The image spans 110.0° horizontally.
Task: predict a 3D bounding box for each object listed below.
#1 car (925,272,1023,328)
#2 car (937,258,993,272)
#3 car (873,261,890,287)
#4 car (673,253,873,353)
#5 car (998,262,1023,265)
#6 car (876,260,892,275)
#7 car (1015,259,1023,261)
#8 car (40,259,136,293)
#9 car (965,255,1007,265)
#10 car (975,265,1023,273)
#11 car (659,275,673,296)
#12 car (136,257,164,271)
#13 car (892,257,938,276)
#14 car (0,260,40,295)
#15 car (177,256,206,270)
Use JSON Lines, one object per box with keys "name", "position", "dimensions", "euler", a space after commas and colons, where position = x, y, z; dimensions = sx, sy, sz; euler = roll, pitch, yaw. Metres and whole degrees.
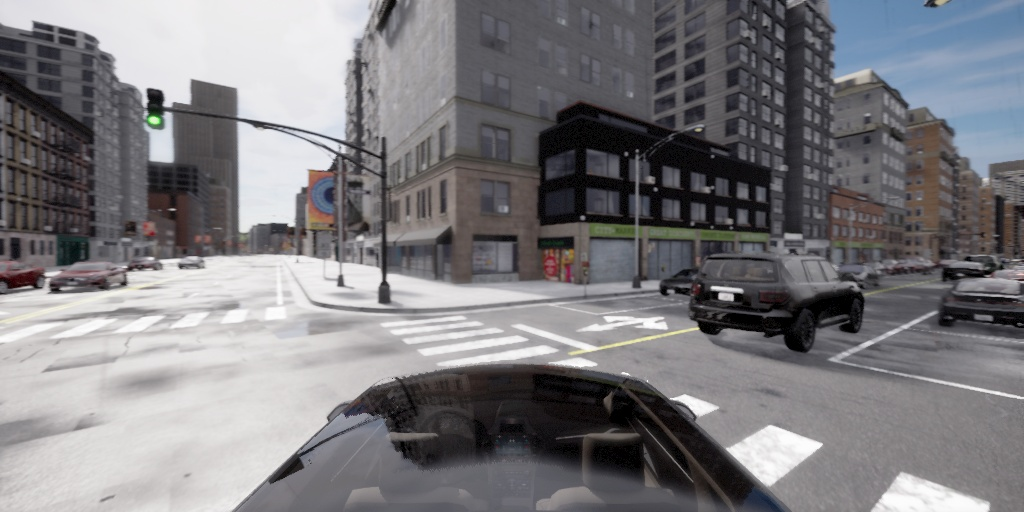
{"name": "car", "position": [13.628, 1.305, 10.172], "dimensions": [4.403, 1.370, 2.007], "euler": [0, 0, -33]}
{"name": "car", "position": [34.089, 1.187, 26.933], "dimensions": [5.008, 1.535, 1.882], "euler": [0, 1, -33]}
{"name": "car", "position": [21.130, 1.222, 22.209], "dimensions": [5.357, 1.411, 2.033], "euler": [0, 1, -33]}
{"name": "car", "position": [6.783, 0.954, 9.084], "dimensions": [5.566, 2.045, 2.150], "euler": [0, 1, -33]}
{"name": "car", "position": [32.561, 1.283, 22.599], "dimensions": [4.507, 1.381, 1.888], "euler": [0, 0, -33]}
{"name": "car", "position": [32.619, 1.213, 32.835], "dimensions": [4.313, 1.339, 1.948], "euler": [0, 0, -33]}
{"name": "car", "position": [46.760, 1.193, 31.918], "dimensions": [4.097, 1.591, 1.967], "euler": [0, 0, -33]}
{"name": "car", "position": [-22.090, 1.007, 18.931], "dimensions": [1.812, 1.442, 4.674], "euler": [-1, 1, -33]}
{"name": "car", "position": [43.215, 0.941, 32.964], "dimensions": [5.566, 2.045, 2.150], "euler": [0, 1, -33]}
{"name": "car", "position": [23.094, 1.287, 16.386], "dimensions": [4.507, 1.381, 1.888], "euler": [0, 0, -33]}
{"name": "car", "position": [8.952, 1.227, 17.300], "dimensions": [4.313, 1.339, 1.948], "euler": [0, 0, -33]}
{"name": "car", "position": [-37.691, 0.805, 36.964], "dimensions": [1.994, 1.385, 4.181], "euler": [0, 1, -33]}
{"name": "car", "position": [34.540, 0.883, 30.890], "dimensions": [4.181, 1.385, 1.994], "euler": [0, 1, -33]}
{"name": "car", "position": [-24.838, 0.982, 17.196], "dimensions": [1.882, 1.535, 5.008], "euler": [-1, 1, -33]}
{"name": "car", "position": [-36.176, 0.741, 40.625], "dimensions": [2.033, 1.411, 5.357], "euler": [0, 1, -32]}
